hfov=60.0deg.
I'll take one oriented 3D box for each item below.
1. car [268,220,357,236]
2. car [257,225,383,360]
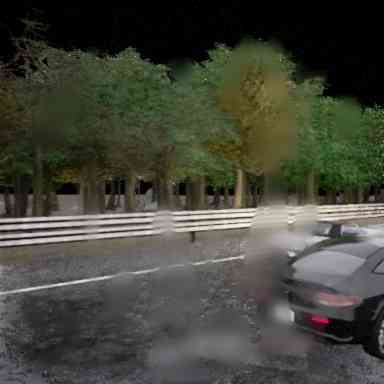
[{"bbox_3d":[4.828,1.590,11.261,4.718,1.301,1.895,0,0,-34],"label":"car"},{"bbox_3d":[3.184,1.521,5.907,4.674,1.442,1.812,0,0,-35],"label":"car"}]
